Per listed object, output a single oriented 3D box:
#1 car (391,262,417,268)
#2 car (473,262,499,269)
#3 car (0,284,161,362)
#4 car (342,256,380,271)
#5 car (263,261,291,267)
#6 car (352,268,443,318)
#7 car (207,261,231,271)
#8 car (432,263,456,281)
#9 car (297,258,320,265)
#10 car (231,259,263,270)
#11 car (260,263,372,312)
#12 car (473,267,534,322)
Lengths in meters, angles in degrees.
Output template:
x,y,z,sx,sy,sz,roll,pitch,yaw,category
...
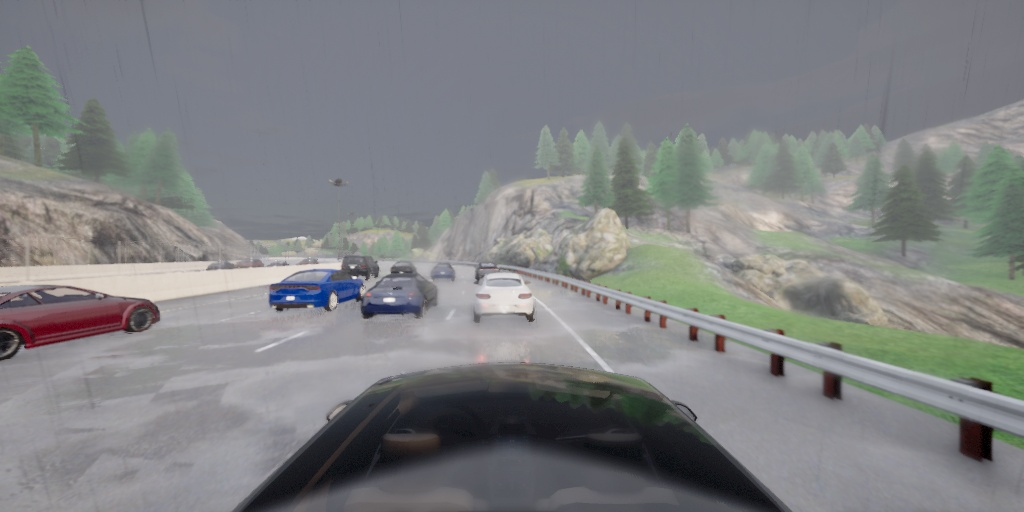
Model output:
x,y,z,sx,sy,sz,roll,pitch,yaw,category
-9.605,1.230,32.063,1.882,1.535,5.008,0,0,-9,car
-2.030,1.231,28.895,2.128,1.511,4.902,0,0,-8,car
-10.638,1.331,8.112,1.994,1.385,4.181,0,0,-2,car
-12.911,0.981,30.708,2.150,2.045,5.566,0,0,-9,car
-31.453,1.350,48.593,1.994,1.385,4.181,0,0,-16,car
-3.886,1.315,13.005,1.994,1.385,4.181,0,0,-3,car
-38.438,1.363,47.587,1.994,1.385,4.181,0,0,-16,car
-5.791,1.310,30.318,1.994,1.385,4.181,0,0,-9,car
-28.171,1.131,49.800,2.097,1.767,4.553,0,0,-16,car
-34.861,1.145,47.793,2.097,1.767,4.553,0,0,-16,car
-7.479,1.235,14.294,1.882,1.535,5.008,0,0,-4,car
-0.319,1.271,12.222,1.812,1.442,4.674,0,0,-3,car
